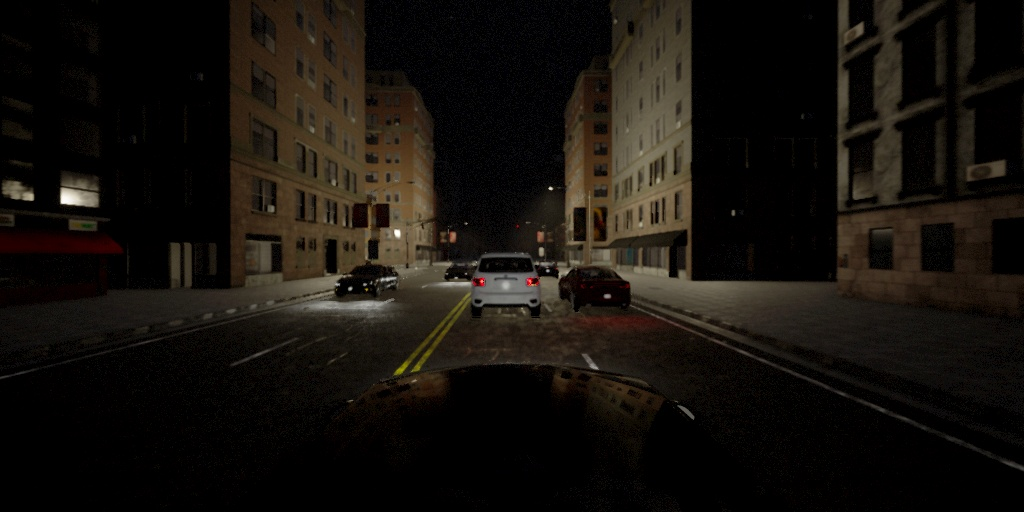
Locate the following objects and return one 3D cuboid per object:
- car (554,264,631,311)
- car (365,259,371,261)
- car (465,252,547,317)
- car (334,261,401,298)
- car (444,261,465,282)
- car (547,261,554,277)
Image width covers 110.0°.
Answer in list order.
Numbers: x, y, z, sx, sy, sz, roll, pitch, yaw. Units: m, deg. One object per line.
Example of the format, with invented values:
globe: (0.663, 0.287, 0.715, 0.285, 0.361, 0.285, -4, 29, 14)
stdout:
car: (3.034, 1.138, 14.039, 1.882, 1.535, 5.008, 0, 0, -1)
car: (-23.178, 0.987, 53.302, 4.313, 1.339, 1.948, 0, 0, -1)
car: (-0.197, 0.892, 12.873, 2.150, 2.045, 5.566, 0, 0, -1)
car: (-6.985, 1.151, 17.812, 1.837, 1.490, 4.892, 0, 0, -1)
car: (-3.896, 1.120, 27.436, 2.033, 1.411, 5.357, 0, 0, -1)
car: (2.740, 1.111, 29.795, 1.994, 1.385, 4.181, 0, 0, -1)
